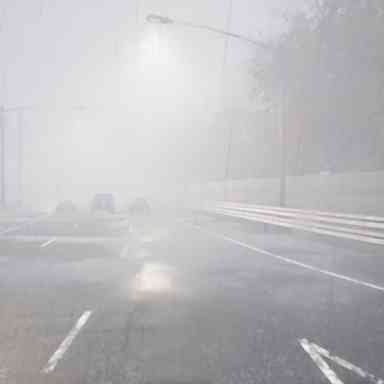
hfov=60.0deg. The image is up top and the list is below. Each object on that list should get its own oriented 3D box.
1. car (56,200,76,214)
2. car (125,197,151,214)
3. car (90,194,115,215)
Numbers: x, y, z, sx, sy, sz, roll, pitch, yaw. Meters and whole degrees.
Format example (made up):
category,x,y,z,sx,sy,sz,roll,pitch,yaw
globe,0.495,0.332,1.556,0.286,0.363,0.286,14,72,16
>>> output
category,x,y,z,sx,sy,sz,roll,pitch,yaw
car,-13.504,1.533,35.692,1.994,1.385,4.181,0,0,-19
car,-5.626,1.277,34.162,2.097,1.767,4.553,0,0,-17
car,-9.050,1.169,33.582,2.150,2.045,5.566,0,0,-18
